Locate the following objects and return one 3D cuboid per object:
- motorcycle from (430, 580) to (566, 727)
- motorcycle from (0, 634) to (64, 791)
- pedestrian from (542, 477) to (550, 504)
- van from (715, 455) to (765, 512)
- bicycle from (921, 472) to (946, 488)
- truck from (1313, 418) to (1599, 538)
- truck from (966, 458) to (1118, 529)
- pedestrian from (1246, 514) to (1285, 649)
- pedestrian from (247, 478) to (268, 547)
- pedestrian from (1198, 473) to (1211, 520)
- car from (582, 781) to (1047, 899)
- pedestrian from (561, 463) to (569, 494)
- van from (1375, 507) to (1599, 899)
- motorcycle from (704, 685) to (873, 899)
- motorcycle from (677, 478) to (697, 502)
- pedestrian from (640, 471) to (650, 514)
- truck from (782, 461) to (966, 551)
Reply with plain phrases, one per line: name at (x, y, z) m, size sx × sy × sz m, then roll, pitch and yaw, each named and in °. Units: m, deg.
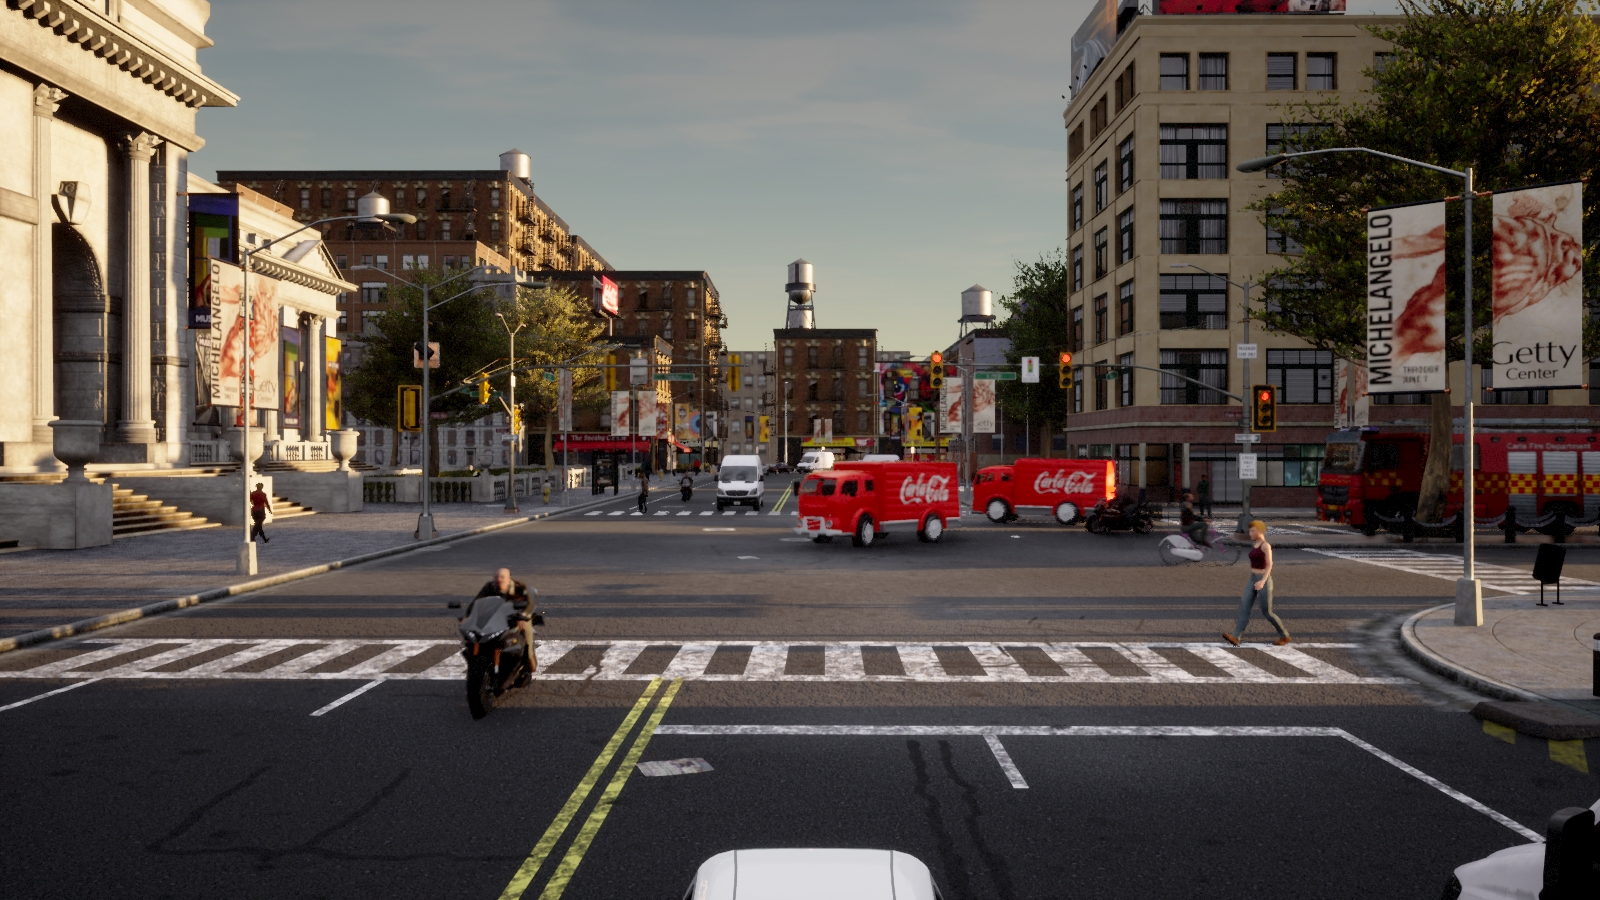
motorcycle at (-3.316, 2.205, 12.795) m, size 0.867 × 1.251 × 2.209 m, roll 0°, pitch 0°, yaw 2°
motorcycle at (-6.938, 2.213, 9.143) m, size 0.803 × 1.145 × 2.033 m, roll 0°, pitch 0°, yaw -1°
pedestrian at (-12.402, 1.976, 55.799) m, size 0.375 × 1.300 × 0.375 m, roll 0°, pitch 0°, yaw -11°
van at (-2.815, 1.534, 54.774) m, size 1.988 × 2.561 × 5.915 m, roll 0°, pitch 0°, yaw 1°
bicycle at (9.948, 2.210, 85.142) m, size 1.835 × 1.171 × 0.329 m, roll 0°, pitch -1°, yaw 14°
truck at (22.001, 0.890, 38.087) m, size 8.468 × 3.827 × 2.891 m, roll 0°, pitch 0°, yaw 1°
truck at (9.217, 1.576, 43.518) m, size 5.204 × 2.467 × 2.627 m, roll 1°, pitch 1°, yaw 24°
pedestrian at (6.590, 1.849, 16.180) m, size 0.375 × 1.860 × 0.375 m, roll 0°, pitch 0°, yaw -7°
pedestrian at (-14.813, 1.696, 31.196) m, size 0.375 × 1.860 × 0.375 m, roll 0°, pitch 0°, yaw 6°
pedestrian at (16.090, 1.848, 45.447) m, size 0.375 × 1.860 × 0.375 m, roll 0°, pitch 0°, yaw -9°
car at (0.047, 2.120, 3.817) m, size 1.481 × 1.376 × 2.207 m, roll 0°, pitch 0°, yaw 0°
pedestrian at (-14.013, 1.697, 68.118) m, size 0.375 × 1.860 × 0.375 m, roll 0°, pitch 0°, yaw 16°
van at (3.538, 1.534, 2.141) m, size 1.988 × 2.561 × 5.915 m, roll 0°, pitch 0°, yaw 1°
motorcycle at (-0.047, 2.182, 6.691) m, size 0.856 × 1.236 × 1.805 m, roll 0°, pitch 0°, yaw 1°
motorcycle at (-6.217, 2.205, 62.895) m, size 0.867 × 1.251 × 2.209 m, roll 0°, pitch 0°, yaw 1°
pedestrian at (-6.737, 1.848, 49.607) m, size 0.375 × 1.860 × 0.375 m, roll 0°, pitch 0°, yaw 4°
truck at (2.271, 1.573, 34.178) m, size 5.204 × 2.467 × 2.627 m, roll 1°, pitch -1°, yaw -43°
